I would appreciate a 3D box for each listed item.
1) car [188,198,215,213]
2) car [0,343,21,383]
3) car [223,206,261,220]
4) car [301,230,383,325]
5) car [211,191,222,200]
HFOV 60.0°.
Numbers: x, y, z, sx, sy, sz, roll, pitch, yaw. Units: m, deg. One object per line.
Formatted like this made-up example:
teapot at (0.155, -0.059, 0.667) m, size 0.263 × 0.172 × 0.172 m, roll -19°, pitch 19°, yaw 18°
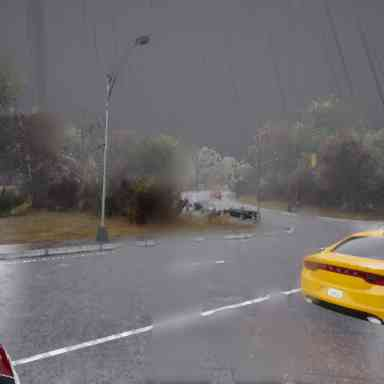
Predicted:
car at (1.596, 1.915, 43.669) m, size 2.128 × 1.511 × 4.902 m, roll 2°, pitch 0°, yaw -18°
car at (-3.217, 1.353, 1.456) m, size 4.553 × 1.767 × 2.097 m, roll 0°, pitch 0°, yaw -35°
car at (5.122, 2.148, 34.311) m, size 1.895 × 1.301 × 4.718 m, roll 3°, pitch -1°, yaw -22°
car at (4.374, 1.543, 6.873) m, size 5.008 × 1.535 × 1.882 m, roll 1°, pitch -1°, yaw -35°
car at (5.747, 0.743, 78.981) m, size 2.150 × 2.045 × 5.566 m, roll 2°, pitch 2°, yaw -1°
